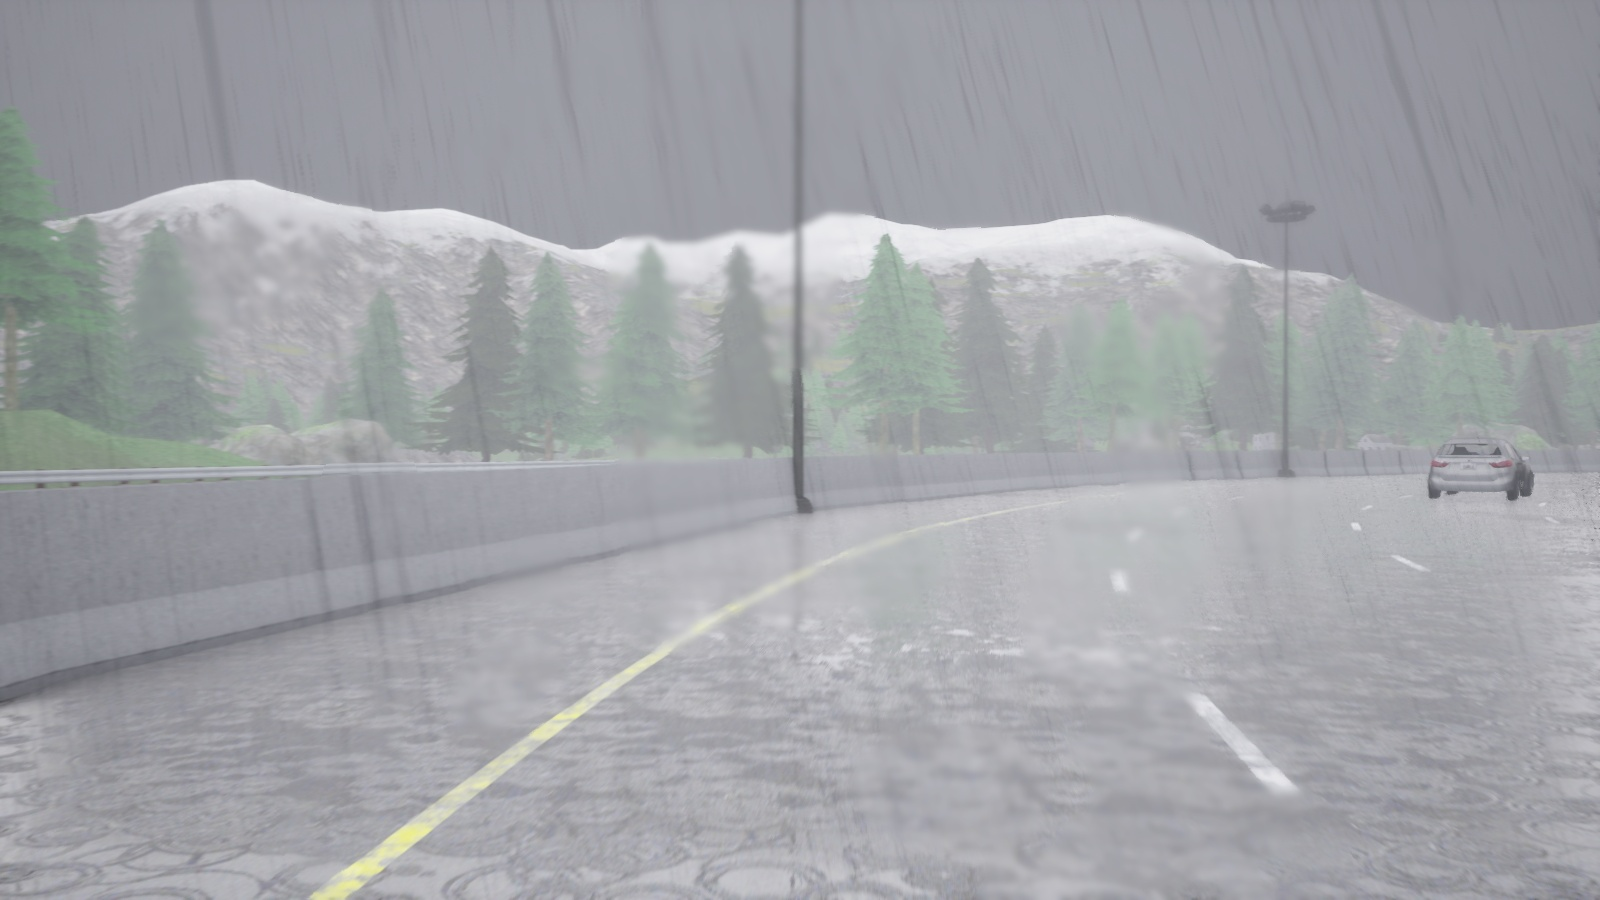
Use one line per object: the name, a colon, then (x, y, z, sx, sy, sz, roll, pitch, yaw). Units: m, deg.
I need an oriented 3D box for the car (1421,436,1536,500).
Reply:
car: (19.124, 0.457, 35.275, 2.242, 1.667, 4.611, 0, 0, 36)
